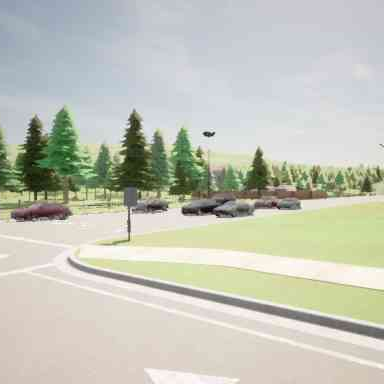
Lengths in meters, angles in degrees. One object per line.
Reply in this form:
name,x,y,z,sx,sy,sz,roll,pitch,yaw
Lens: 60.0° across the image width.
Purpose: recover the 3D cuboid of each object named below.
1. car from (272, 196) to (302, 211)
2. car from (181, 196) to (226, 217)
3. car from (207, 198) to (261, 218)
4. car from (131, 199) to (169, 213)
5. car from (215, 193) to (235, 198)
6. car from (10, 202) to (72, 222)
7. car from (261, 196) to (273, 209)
car,12.248,1.506,41.737,1.837,1.490,4.892,0,0,36
car,0.923,1.477,32.230,1.882,1.535,5.008,0,0,36
car,3.962,1.547,30.457,2.033,1.411,5.357,0,0,36
car,-4.539,1.491,36.619,2.128,1.511,4.902,0,0,36
car,4.399,1.223,48.776,2.150,2.045,5.566,0,0,37
car,-11.914,1.525,26.558,1.812,1.442,4.674,0,0,36
car,10.151,1.351,44.789,2.097,1.767,4.553,0,0,36
